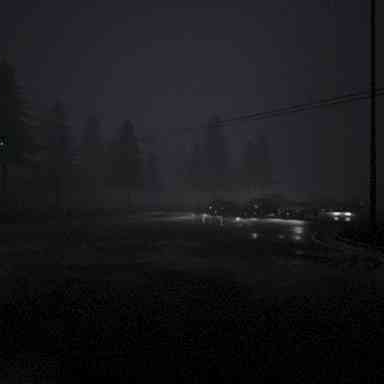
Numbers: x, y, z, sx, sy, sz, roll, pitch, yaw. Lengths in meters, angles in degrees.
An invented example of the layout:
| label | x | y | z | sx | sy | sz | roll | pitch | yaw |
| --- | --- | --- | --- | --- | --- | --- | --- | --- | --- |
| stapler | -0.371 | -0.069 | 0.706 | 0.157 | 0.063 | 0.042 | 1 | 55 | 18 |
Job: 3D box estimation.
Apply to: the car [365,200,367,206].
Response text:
| label | x | y | z | sx | sy | sz | roll | pitch | yaw |
| --- | --- | --- | --- | --- | --- | --- | --- | --- | --- |
| car | 24.477 | 1.547 | 49.691 | 2.033 | 1.411 | 5.357 | 0 | 0 | 44 |

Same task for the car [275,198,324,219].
| label | x | y | z | sx | sy | sz | roll | pitch | yaw |
| --- | --- | --- | --- | --- | --- | --- | --- | --- | --- |
| car | 9.528 | 1.526 | 29.184 | 1.812 | 1.442 | 4.674 | 0 | 0 | 44 |

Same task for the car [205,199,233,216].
| label | x | y | z | sx | sy | sz | roll | pitch | yaw |
| --- | --- | --- | --- | --- | --- | --- | --- | --- | --- |
| car | 3.788 | 1.601 | 33.297 | 1.895 | 1.301 | 4.718 | 0 | 0 | 43 |

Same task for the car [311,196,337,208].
| label | x | y | z | sx | sy | sz | roll | pitch | yaw |
| --- | --- | --- | --- | --- | --- | --- | --- | --- | --- |
| car | 19.950 | 1.478 | 50.050 | 1.882 | 1.535 | 5.008 | 0 | 0 | 44 |

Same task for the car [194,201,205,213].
| label | x | y | z | sx | sy | sz | roll | pitch | yaw |
| --- | --- | --- | --- | --- | --- | --- | --- | --- | --- |
| car | 2.352 | 1.478 | 36.873 | 1.882 | 1.535 | 5.008 | 0 | 0 | 44 |

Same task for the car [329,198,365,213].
| label | x | y | z | sx | sy | sz | roll | pitch | yaw |
| --- | --- | --- | --- | --- | --- | --- | --- | --- | --- |
| car | 17.556 | 1.564 | 37.525 | 1.994 | 1.385 | 4.181 | 0 | 0 | 44 |

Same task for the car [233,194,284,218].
| label | x | y | z | sx | sy | sz | roll | pitch | yaw |
| --- | --- | --- | --- | --- | --- | --- | --- | --- | --- |
| car | 6.236 | 1.352 | 30.783 | 2.097 | 1.767 | 4.553 | 0 | 0 | 43 |

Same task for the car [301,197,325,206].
| label | x | y | z | sx | sy | sz | roll | pitch | yaw |
| --- | --- | --- | --- | --- | --- | --- | --- | --- | --- |
| car | 20.143 | 1.601 | 55.271 | 1.895 | 1.301 | 4.718 | 0 | 0 | 44 |

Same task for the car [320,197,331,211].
| label | x | y | z | sx | sy | sz | roll | pitch | yaw |
| --- | --- | --- | --- | --- | --- | --- | --- | --- | --- |
| car | 14.528 | 1.601 | 39.419 | 1.895 | 1.301 | 4.718 | 0 | 0 | 44 |

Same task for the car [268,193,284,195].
| label | x | y | z | sx | sy | sz | roll | pitch | yaw |
| --- | --- | --- | --- | --- | --- | --- | --- | --- | --- |
| car | 10.849 | 1.219 | 45.681 | 2.150 | 2.045 | 5.566 | 0 | 0 | 44 |
